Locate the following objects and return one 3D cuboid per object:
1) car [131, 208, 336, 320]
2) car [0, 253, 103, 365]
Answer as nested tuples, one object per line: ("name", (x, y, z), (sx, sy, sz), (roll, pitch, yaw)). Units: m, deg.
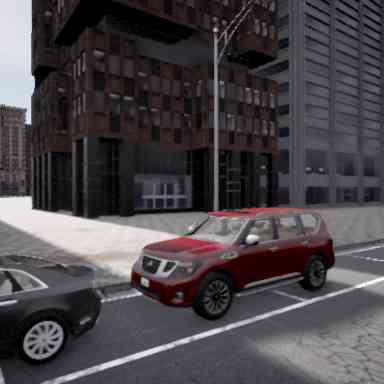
("car", (1.195, 1.321, 7.511), (5.009, 1.841, 2.192), (0, 0, -36))
("car", (-3.393, 1.553, 4.229), (4.403, 1.369, 2.008), (0, 0, -36))
